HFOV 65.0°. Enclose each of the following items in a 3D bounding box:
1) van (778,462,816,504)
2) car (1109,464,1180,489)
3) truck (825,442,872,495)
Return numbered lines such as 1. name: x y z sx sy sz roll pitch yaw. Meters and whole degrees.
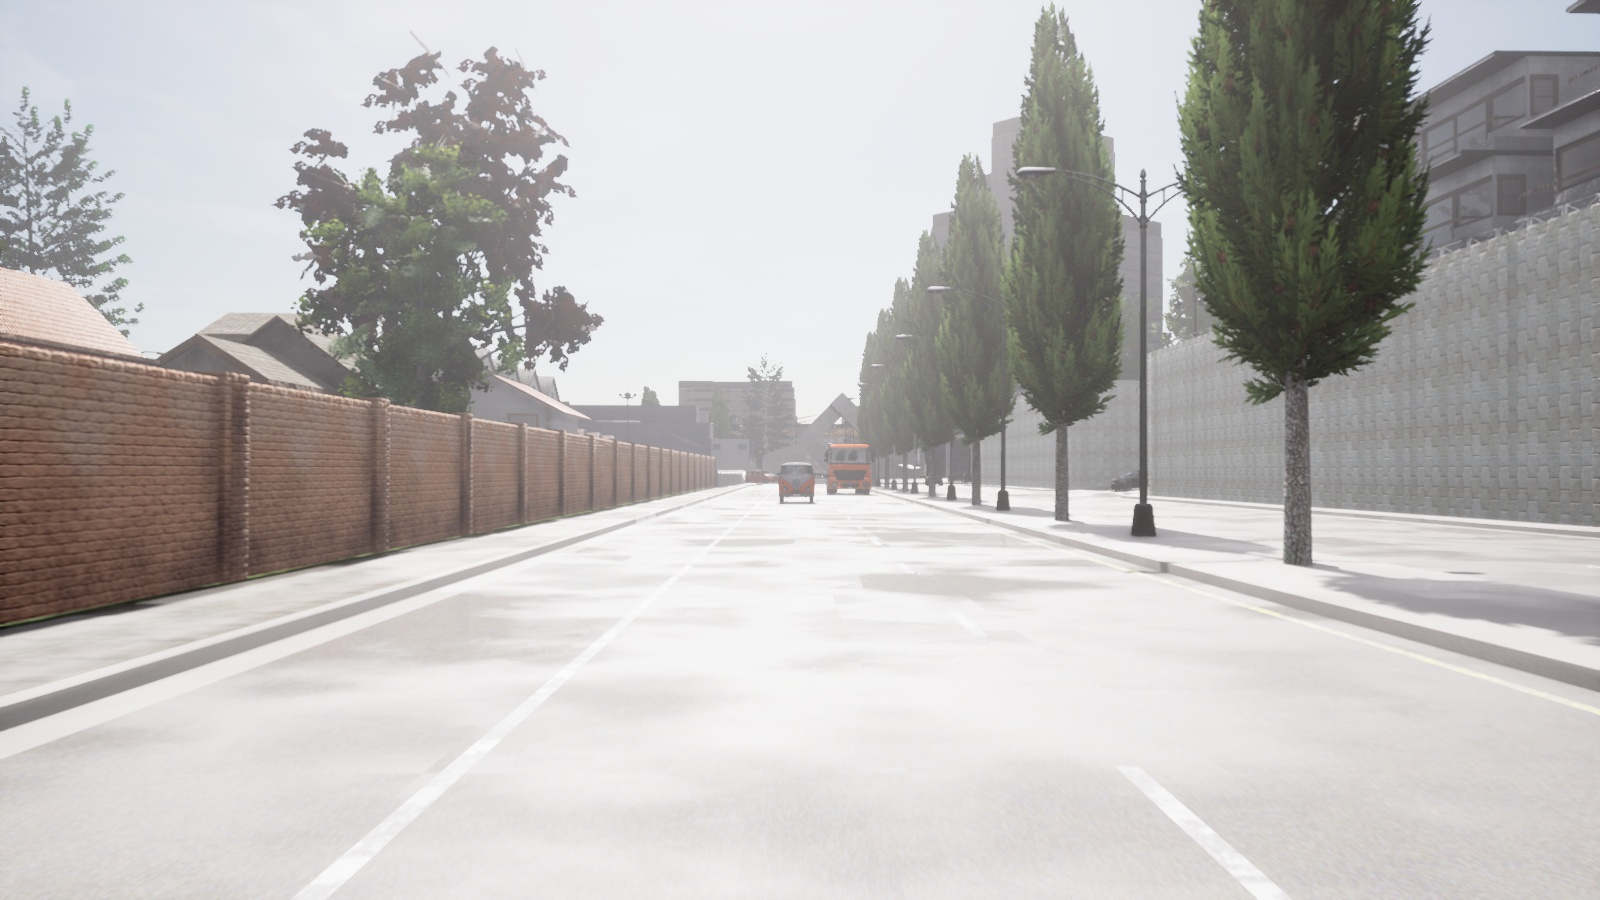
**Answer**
1. van: -0.149 1.600 61.638 1.775 1.987 4.442 0 -1 0
2. car: 23.768 1.842 86.738 4.181 1.385 1.994 -5 -1 -6
3. truck: 3.288 1.266 86.385 2.891 3.462 7.936 0 -1 0
